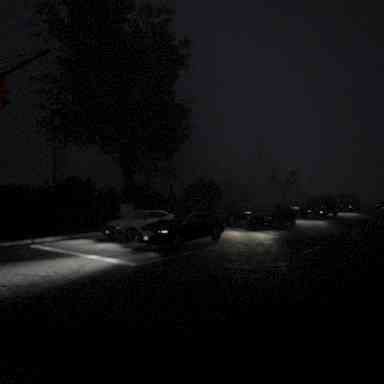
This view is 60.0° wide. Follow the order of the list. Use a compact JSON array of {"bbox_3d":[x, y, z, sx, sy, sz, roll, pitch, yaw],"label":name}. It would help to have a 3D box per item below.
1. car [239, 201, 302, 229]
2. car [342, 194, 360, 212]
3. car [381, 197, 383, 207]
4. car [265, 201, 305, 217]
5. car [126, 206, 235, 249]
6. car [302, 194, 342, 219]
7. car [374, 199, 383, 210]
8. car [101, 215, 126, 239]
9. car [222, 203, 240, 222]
[{"bbox_3d":[5.528,1.578,22.824,1.882,1.535,5.008,-1,0,39],"label":"car"},{"bbox_3d":[18.296,1.226,39.380,2.150,2.045,5.566,-1,0,36],"label":"car"},{"bbox_3d":[28.956,1.433,48.673,1.994,1.385,4.181,-1,0,32],"label":"car"},{"bbox_3d":[9.492,1.653,33.524,2.033,1.411,5.357,-1,0,38],"label":"car"},{"bbox_3d":[-0.360,1.606,15.451,2.128,1.511,4.902,-1,0,39],"label":"car"},{"bbox_3d":[11.819,1.287,30.829,2.150,2.045,5.566,-1,0,38],"label":"car"},{"bbox_3d":[23.471,1.534,40.395,1.895,1.301,4.718,-1,0,35],"label":"car"},{"bbox_3d":[-2.673,1.684,18.157,1.812,1.442,4.674,-1,-1,40],"label":"car"},{"bbox_3d":[3.058,1.635,25.341,2.128,1.511,4.902,-1,0,38],"label":"car"}]
